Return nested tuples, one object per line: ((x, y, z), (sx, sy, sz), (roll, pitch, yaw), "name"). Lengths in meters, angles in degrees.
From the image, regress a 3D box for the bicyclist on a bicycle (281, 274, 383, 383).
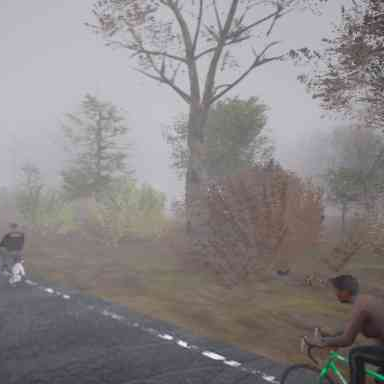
((1.543, 1.593, 2.985), (1.656, 1.620, 0.582), (-2, -2, 42), "bicyclist on a bicycle")

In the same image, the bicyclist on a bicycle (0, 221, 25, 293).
((-4.754, 1.648, 8.680), (1.843, 1.776, 0.659), (-2, -3, 42), "bicyclist on a bicycle")
